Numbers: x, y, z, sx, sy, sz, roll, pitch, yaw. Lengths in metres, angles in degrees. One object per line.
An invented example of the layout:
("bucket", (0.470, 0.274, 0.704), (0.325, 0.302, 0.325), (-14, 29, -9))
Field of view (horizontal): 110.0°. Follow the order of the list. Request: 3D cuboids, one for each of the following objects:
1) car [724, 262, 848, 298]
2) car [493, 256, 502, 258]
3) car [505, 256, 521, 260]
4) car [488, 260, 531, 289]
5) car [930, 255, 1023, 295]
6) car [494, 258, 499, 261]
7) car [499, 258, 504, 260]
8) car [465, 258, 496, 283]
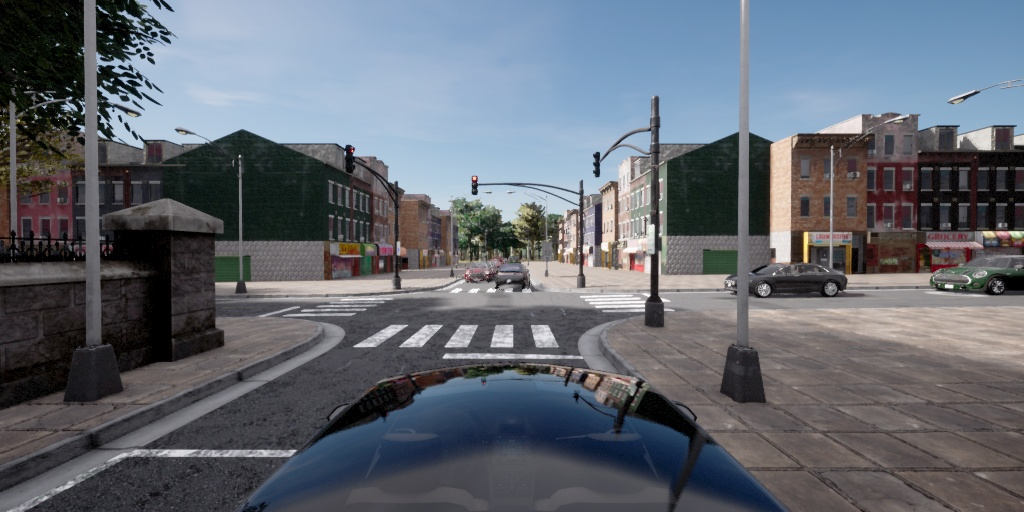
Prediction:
("car", (12.326, 1.046, 16.323), (4.892, 1.490, 1.837), (-1, 1, 0))
("car", (-2.817, 1.259, 60.919), (1.801, 1.575, 5.366), (0, 0, 0))
("car", (0.313, 1.025, 62.052), (2.150, 2.045, 5.566), (0, 0, 0))
("car", (0.089, 1.246, 23.014), (2.128, 1.511, 4.902), (0, 0, 6))
("car", (22.104, 0.763, 16.285), (4.553, 1.767, 2.097), (-1, 1, 0))
("car", (-2.529, 1.203, 33.543), (1.967, 1.591, 4.097), (0, 0, 0))
("car", (-2.470, 1.329, 49.847), (1.888, 1.381, 4.507), (0, 0, 0))
("car", (-2.548, 1.199, 28.109), (1.967, 1.591, 4.097), (0, 0, 0))
